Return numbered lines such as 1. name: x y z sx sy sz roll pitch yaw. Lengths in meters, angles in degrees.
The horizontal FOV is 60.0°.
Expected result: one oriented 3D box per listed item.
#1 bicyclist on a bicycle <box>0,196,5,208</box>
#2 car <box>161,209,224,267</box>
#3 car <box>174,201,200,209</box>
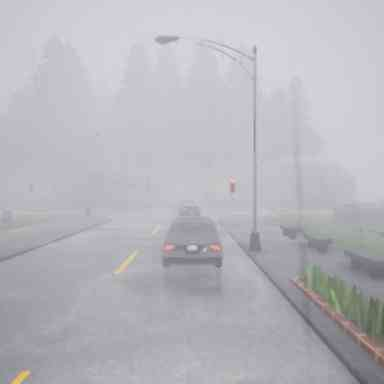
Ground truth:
1. bicyclist on a bicycle: -23.935 1.292 41.632 0.582 1.620 1.656 0 0 0
2. car: 0.027 1.532 11.345 2.033 1.411 5.357 0 0 0
3. car: -0.478 1.485 29.157 1.812 1.442 4.674 0 0 -10
